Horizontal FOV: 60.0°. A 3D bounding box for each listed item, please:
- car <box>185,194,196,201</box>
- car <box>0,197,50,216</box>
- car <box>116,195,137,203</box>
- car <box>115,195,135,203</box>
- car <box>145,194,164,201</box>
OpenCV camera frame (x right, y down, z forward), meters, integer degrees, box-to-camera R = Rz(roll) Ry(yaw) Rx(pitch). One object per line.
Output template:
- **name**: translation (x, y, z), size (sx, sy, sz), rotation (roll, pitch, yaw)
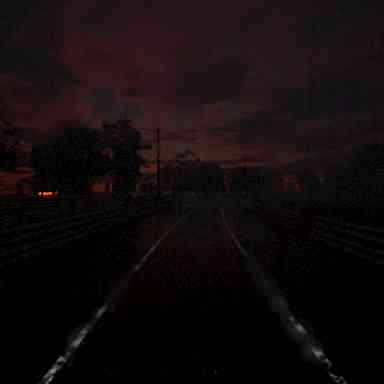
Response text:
- **car**: translation (-0.530, 1.382, 79.062), size (1.994, 1.385, 4.181), rotation (0, 0, 17)
- **car**: translation (-14.051, 1.229, 28.272), size (1.837, 1.490, 4.892), rotation (0, 0, 13)
- **car**: translation (-12.377, 1.303, 63.313), size (1.837, 1.490, 4.892), rotation (0, 0, 16)
- **car**: translation (-11.025, 1.307, 54.968), size (1.812, 1.442, 4.674), rotation (0, 0, 15)
- **car**: translation (-6.561, 1.138, 58.103), size (2.097, 1.767, 4.553), rotation (0, 0, 15)
